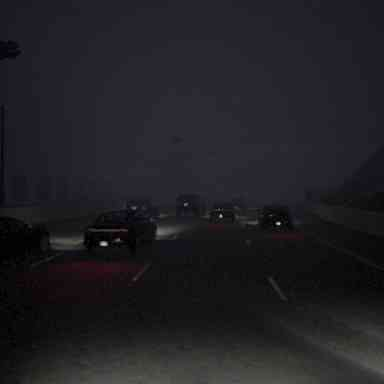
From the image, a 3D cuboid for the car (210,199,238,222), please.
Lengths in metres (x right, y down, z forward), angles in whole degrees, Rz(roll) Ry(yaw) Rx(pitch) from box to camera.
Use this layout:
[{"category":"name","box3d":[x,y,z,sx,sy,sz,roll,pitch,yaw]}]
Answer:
[{"category":"car","box3d":[2.498,1.518,26.537,1.837,1.490,4.892,0,0,9]}]

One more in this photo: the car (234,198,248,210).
[{"category":"car","box3d":[6.013,1.532,42.598,1.837,1.490,4.892,0,0,15]}]

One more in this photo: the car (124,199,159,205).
[{"category":"car","box3d":[-4.252,1.356,28.551,2.097,1.767,4.553,0,0,10]}]

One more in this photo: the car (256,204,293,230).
[{"category":"car","box3d":[5.206,1.522,21.167,1.837,1.490,4.892,0,0,8]}]

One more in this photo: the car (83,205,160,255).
[{"category":"car","box3d":[-2.698,1.492,13.376,2.128,1.511,4.902,0,0,5]}]

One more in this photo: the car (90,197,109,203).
[{"category":"car","box3d":[-15.337,1.559,57.335,1.994,1.385,4.181,0,0,18]}]

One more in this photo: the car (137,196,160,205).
[{"category":"car","box3d":[-7.585,1.487,58.500,1.882,1.535,5.008,0,0,19]}]

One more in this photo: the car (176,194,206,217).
[{"category":"car","box3d":[-0.021,1.234,32.314,2.150,2.045,5.566,0,0,11]}]

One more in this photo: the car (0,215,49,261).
[{"category":"car","box3d":[-6.430,1.471,10.626,1.882,1.535,5.008,0,0,4]}]

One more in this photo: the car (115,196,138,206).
[{"category":"car","box3d":[-11.399,1.506,58.171,1.837,1.490,4.892,0,0,19]}]
